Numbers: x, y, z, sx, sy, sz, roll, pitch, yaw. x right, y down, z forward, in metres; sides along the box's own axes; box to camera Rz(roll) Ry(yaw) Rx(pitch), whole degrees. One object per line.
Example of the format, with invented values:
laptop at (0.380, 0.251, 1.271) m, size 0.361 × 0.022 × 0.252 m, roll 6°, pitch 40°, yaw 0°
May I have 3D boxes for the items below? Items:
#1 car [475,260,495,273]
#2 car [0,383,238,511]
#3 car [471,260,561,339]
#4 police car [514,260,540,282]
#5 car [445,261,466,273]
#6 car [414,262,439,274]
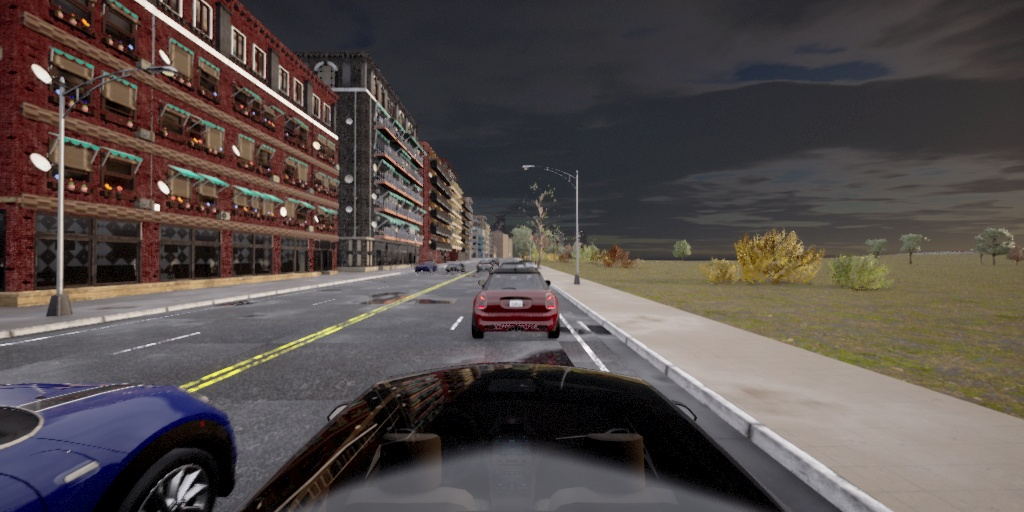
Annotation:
car at (-3.200, 1.225, 43.415) m, size 2.128 × 1.511 × 4.902 m, roll 0°, pitch 0°, yaw 0°
car at (-3.150, 1.102, 0.852) m, size 2.097 × 1.767 × 4.553 m, roll 0°, pitch 0°, yaw 0°
car at (0.084, 1.100, 10.264) m, size 2.097 × 1.767 × 4.553 m, roll 0°, pitch 0°, yaw 0°
police car at (1.105, 1.167, 29.532) m, size 1.930 × 1.638 × 5.238 m, roll 0°, pitch 0°, yaw 0°
car at (-6.649, 1.300, 42.669) m, size 1.994 × 1.385 × 4.181 m, roll 0°, pitch 0°, yaw 0°
car at (-9.898, 1.337, 41.614) m, size 1.895 × 1.301 × 4.718 m, roll 0°, pitch 0°, yaw 0°
